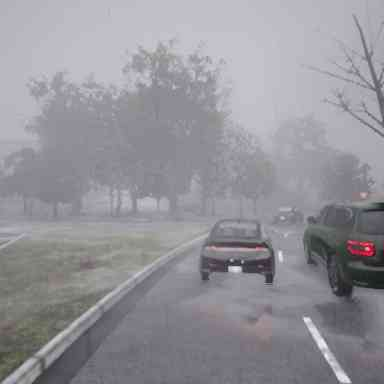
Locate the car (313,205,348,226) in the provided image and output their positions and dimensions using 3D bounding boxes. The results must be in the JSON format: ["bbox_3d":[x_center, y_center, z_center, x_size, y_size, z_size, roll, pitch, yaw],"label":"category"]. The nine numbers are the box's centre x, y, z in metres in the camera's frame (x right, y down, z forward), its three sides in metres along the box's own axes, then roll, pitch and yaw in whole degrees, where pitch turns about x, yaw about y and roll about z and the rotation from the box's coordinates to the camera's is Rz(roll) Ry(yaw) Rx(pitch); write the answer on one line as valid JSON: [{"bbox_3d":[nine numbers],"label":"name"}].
[{"bbox_3d":[11.670,1.904,27.813,2.128,1.511,4.902,-1,-2,29],"label":"car"}]

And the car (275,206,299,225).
[{"bbox_3d":[8.241,1.946,28.338,1.812,1.442,4.674,-1,-2,28],"label":"car"}]

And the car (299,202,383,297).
[{"bbox_3d":[4.407,1.259,8.651,2.150,2.045,5.566,0,-1,9],"label":"car"}]

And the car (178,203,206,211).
[{"bbox_3d":[-0.006,2.836,60.960,5.008,1.535,1.882,0,-2,14],"label":"car"}]

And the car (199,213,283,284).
[{"bbox_3d":[1.390,1.545,9.852,2.128,1.511,4.902,0,-1,10],"label":"car"}]
